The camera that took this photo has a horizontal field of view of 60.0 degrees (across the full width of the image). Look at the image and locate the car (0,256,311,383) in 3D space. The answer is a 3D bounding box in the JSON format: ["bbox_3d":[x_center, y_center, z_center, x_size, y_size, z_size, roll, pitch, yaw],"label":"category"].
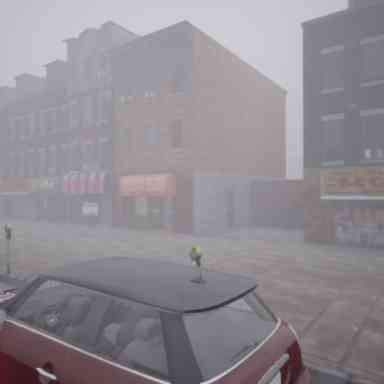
[{"bbox_3d":[-0.994,1.432,3.527,4.097,1.590,1.967,0,0,36],"label":"car"}]
